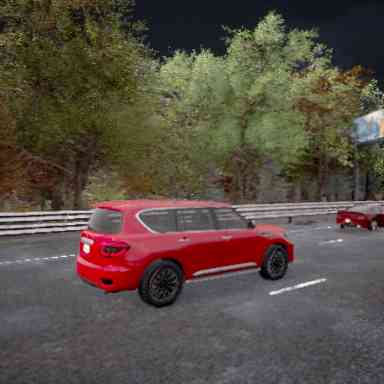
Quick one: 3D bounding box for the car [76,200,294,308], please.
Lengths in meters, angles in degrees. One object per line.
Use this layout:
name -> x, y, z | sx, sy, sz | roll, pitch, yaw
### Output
car -> 0.084, 1.210, 8.157 | 5.566, 2.045, 2.150 | 0, 0, -36

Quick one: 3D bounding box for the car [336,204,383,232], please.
car -> 10.787, 1.459, 20.216 | 5.008, 1.535, 1.882 | 0, 0, -36
